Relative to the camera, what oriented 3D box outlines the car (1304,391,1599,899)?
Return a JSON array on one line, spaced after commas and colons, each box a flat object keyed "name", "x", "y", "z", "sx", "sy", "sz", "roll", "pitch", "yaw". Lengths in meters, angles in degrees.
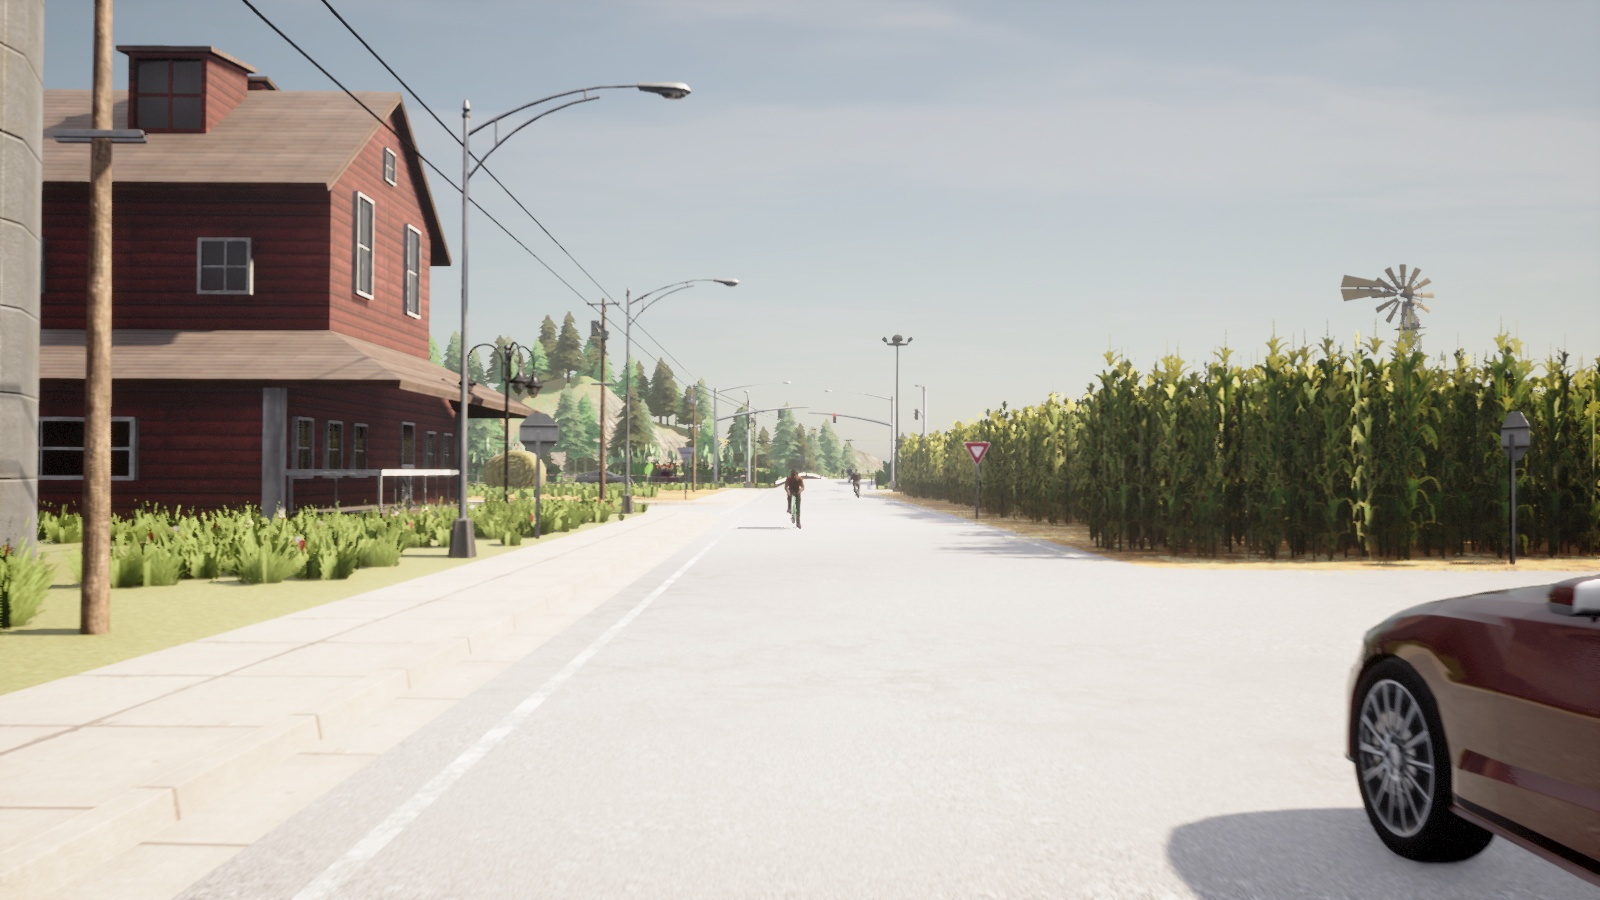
[{"name": "car", "x": 3.481, "y": 0.638, "z": 3.434, "sx": 2.152, "sy": 1.651, "sz": 5.027, "roll": 0, "pitch": -1, "yaw": 0}]
